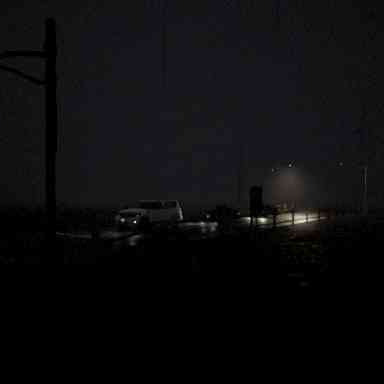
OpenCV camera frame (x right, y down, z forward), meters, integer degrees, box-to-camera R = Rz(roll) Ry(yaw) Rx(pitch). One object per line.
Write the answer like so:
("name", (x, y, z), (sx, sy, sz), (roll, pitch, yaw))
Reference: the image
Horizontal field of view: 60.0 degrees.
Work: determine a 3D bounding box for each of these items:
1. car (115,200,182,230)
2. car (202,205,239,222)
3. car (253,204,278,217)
("car", (-3.013, 1.596, 24.515), (2.150, 2.045, 5.566), (0, -1, 36))
("car", (2.911, 2.059, 32.669), (2.128, 1.511, 4.902), (0, -1, 36))
("car", (9.008, 2.248, 41.047), (1.882, 1.535, 5.008), (0, -1, 36))
